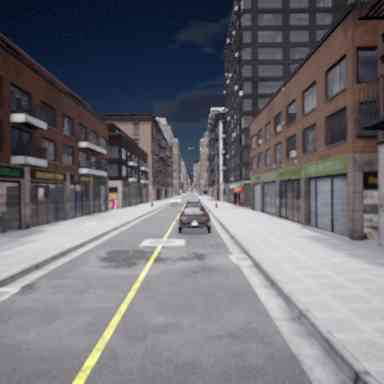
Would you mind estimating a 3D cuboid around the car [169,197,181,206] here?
[{"bbox_3d":[-2.594,1.505,54.169,1.812,1.442,4.674,0,0,0],"label":"car"}]

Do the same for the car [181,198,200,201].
[{"bbox_3d":[0.203,1.459,37.943,2.128,1.511,4.902,0,0,0],"label":"car"}]

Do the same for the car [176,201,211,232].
[{"bbox_3d":[0.155,1.505,19.794,1.812,1.442,4.674,0,0,0],"label":"car"}]
